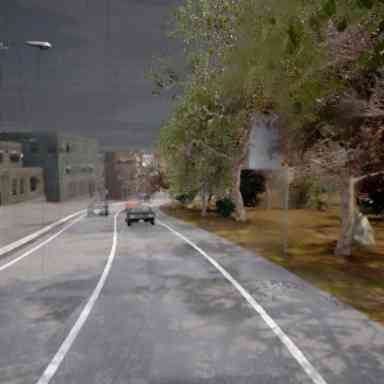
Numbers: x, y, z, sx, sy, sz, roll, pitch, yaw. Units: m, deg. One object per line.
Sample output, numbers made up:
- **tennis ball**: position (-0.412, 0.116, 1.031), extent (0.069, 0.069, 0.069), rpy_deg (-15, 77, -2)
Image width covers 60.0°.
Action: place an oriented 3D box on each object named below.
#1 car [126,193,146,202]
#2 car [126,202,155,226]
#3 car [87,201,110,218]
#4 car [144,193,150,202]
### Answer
- **car**: position (-7.211, 1.433, 41.860), extent (2.097, 1.767, 4.553), rpy_deg (-1, 0, -8)
- **car**: position (-3.871, 1.654, 24.399), extent (1.895, 1.301, 4.718), rpy_deg (-2, 0, -13)
- **car**: position (-9.098, 1.650, 32.572), extent (2.128, 1.511, 4.902), rpy_deg (-1, 0, -11)
- **car**: position (-10.891, 1.174, 73.417), extent (2.150, 2.045, 5.566), rpy_deg (0, 0, 5)
